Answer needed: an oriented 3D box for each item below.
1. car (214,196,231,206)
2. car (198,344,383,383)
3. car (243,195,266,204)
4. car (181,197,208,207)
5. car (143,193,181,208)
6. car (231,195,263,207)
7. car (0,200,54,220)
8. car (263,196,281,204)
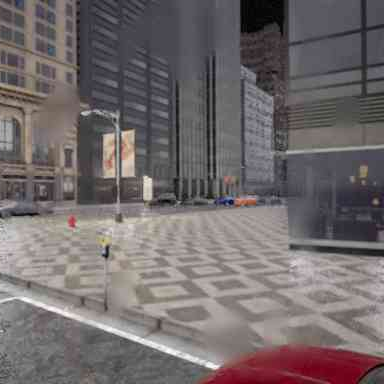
[{"bbox_3d":[5.308,1.370,50.808,1.882,1.535,5.008,-1,0,36],"label":"car"},{"bbox_3d":[1.941,1.544,1.470,4.507,1.381,1.887,0,0,36],"label":"car"},{"bbox_3d":[11.199,1.371,59.165,2.128,1.511,4.902,-1,0,35],"label":"car"},{"bbox_3d":[0.380,1.474,49.698,2.033,1.411,5.357,-1,0,36],"label":"car"},{"bbox_3d":[-4.598,1.182,48.353,2.150,2.045,5.566,-1,0,36],"label":"car"},{"bbox_3d":[8.117,1.217,49.144,2.097,1.767,4.553,-1,0,36],"label":"car"},{"bbox_3d":[-14.677,1.533,28.619,2.033,1.411,5.357,-1,0,35],"label":"car"},{"bbox_3d":[13.846,1.344,57.279,2.128,1.511,4.902,-1,0,35],"label":"car"}]
